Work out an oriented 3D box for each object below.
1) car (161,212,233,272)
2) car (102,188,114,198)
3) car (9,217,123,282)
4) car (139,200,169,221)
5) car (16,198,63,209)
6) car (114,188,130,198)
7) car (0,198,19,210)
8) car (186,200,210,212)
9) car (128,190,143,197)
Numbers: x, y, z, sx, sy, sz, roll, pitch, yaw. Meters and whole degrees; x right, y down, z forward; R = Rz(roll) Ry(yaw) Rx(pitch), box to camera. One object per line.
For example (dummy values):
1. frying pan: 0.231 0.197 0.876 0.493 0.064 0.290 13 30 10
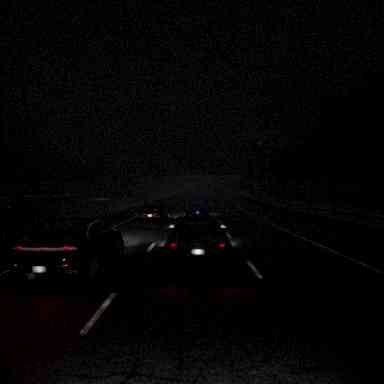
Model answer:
1. car: 0.180 1.553 10.820 1.994 1.385 4.181 0 0 1
2. car: -18.544 0.158 74.945 2.150 2.045 5.566 0 2 4
3. car: -3.333 1.480 9.723 2.128 1.511 4.902 0 0 1
4. car: -3.043 1.445 26.830 1.837 1.490 4.892 0 0 1
5. car: -13.643 1.449 30.944 2.033 1.411 5.357 0 0 2
6. car: -15.078 0.208 74.301 2.150 2.045 5.566 0 2 4
7. car: -17.098 1.393 32.316 1.837 1.490 4.892 0 0 2
8. car: 0.494 1.408 28.340 1.882 1.535 5.008 0 0 1
9. car: -11.747 0.644 71.482 1.994 1.385 4.181 0 1 3
